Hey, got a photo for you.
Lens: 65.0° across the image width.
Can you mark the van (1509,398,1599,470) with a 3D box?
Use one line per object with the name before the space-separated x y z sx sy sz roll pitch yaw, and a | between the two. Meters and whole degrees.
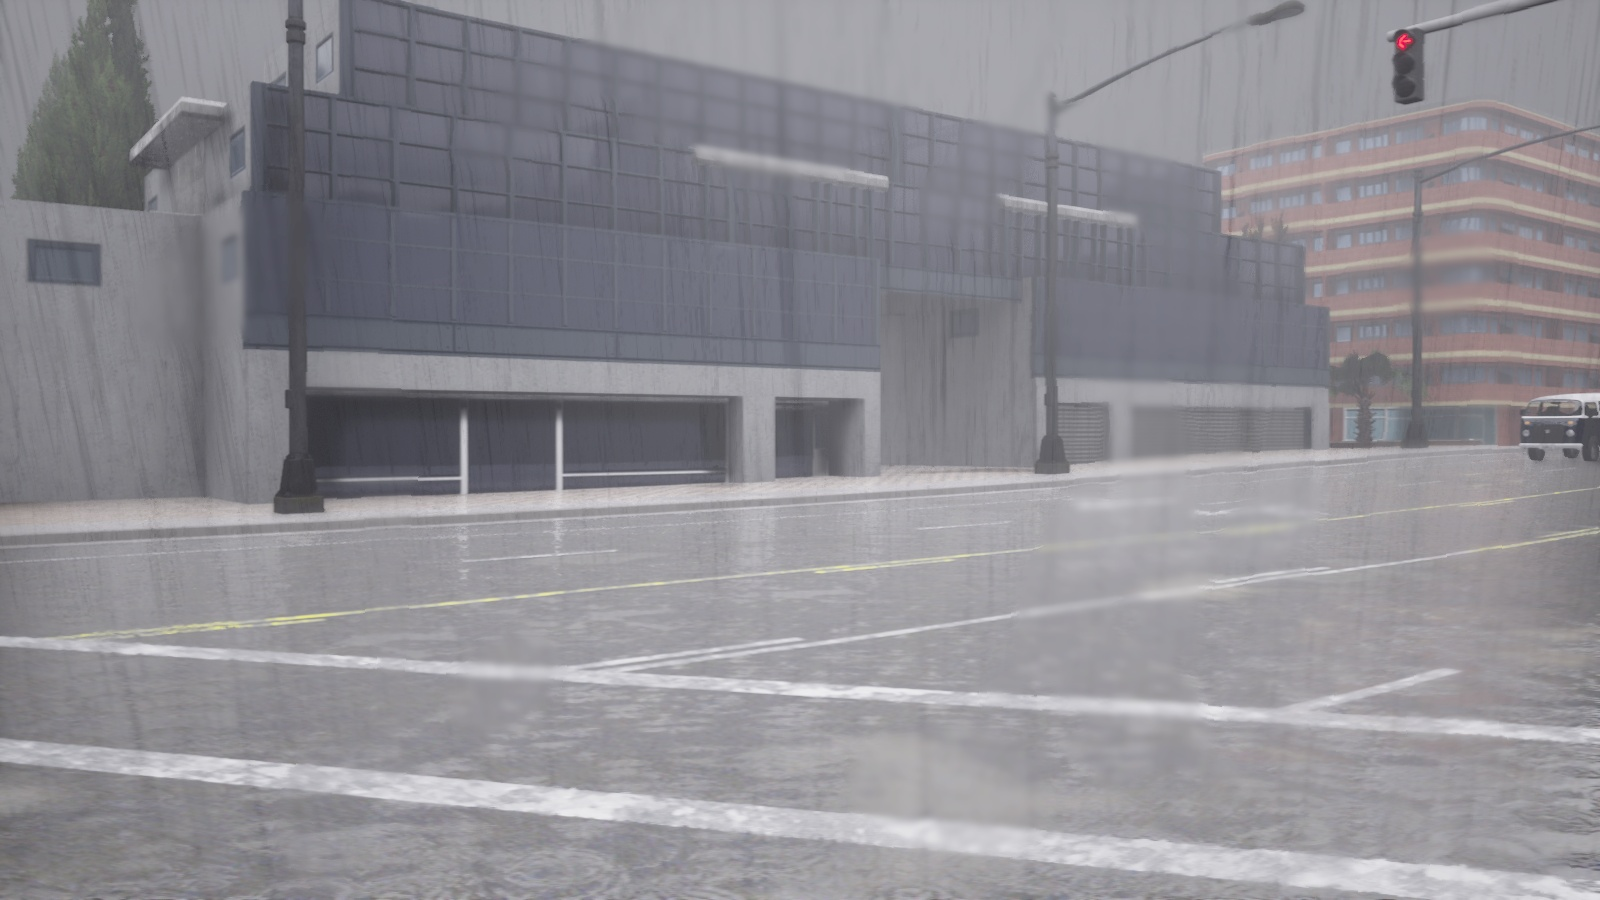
van | 23.578 -0.532 38.023 4.480 2.038 2.069 -2 2 -37
